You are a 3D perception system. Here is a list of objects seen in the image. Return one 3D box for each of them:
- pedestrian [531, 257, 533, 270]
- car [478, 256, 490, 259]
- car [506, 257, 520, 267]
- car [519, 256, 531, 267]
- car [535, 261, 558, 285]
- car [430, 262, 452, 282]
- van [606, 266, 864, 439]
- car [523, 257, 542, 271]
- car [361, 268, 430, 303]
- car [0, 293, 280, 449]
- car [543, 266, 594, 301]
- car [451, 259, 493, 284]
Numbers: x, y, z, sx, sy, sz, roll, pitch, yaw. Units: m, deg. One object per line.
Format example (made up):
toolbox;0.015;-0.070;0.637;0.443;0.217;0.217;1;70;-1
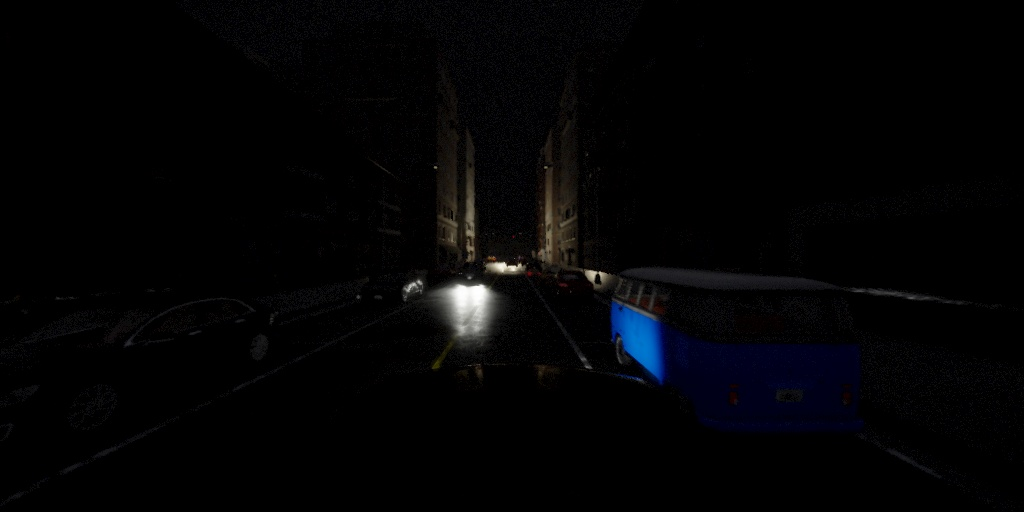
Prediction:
pedestrian;2.764;0.955;49.228;0.375;1.860;0.375;0;0;0
car;-5.370;1.075;62.084;1.967;1.591;4.097;0;0;0
car;0.023;1.168;61.228;1.812;1.442;4.674;0;0;0
car;2.655;0.950;62.082;2.192;1.841;5.009;0;0;0
car;2.644;1.238;22.476;1.751;1.417;4.829;0;0;0
car;-5.380;1.247;27.990;1.888;1.381;4.507;0;0;0
van;2.639;1.085;5.259;1.690;1.789;3.998;0;0;0
car;2.763;1.193;46.391;1.812;1.442;4.674;0;0;0
car;-5.383;1.288;16.625;1.948;1.339;4.313;0;0;0
car;-5.386;1.294;5.261;2.007;1.370;4.403;0;0;0
car;2.642;1.305;16.624;1.802;1.307;4.207;0;0;0
car;-2.841;1.196;26.502;2.128;1.511;4.902;0;0;0
